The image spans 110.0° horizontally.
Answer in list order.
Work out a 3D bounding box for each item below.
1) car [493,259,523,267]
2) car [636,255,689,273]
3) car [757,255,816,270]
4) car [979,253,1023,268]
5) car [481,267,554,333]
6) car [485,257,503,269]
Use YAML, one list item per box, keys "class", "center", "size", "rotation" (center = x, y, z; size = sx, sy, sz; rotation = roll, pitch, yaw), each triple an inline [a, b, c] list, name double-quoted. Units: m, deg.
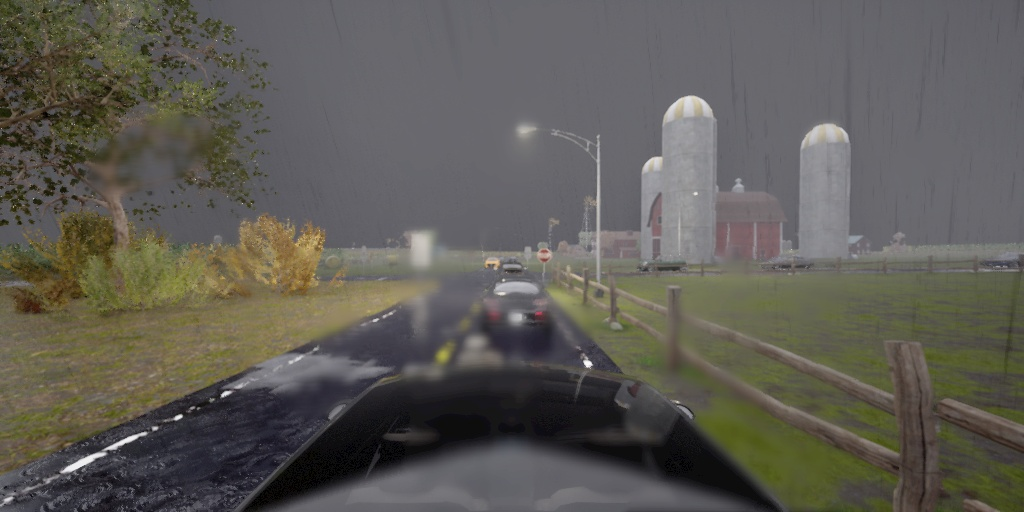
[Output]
- class: "car"
  center: [-0.099, 1.135, 23.246]
  size: [1.837, 1.490, 4.892]
  rotation: [0, 0, -4]
- class: "car"
  center: [14.425, 0.675, 34.626]
  size: [4.553, 1.767, 2.097]
  rotation: [-1, 1, 0]
- class: "car"
  center: [26.436, 0.639, 34.663]
  size: [4.902, 1.511, 2.128]
  rotation: [-1, 1, 0]
- class: "car"
  center: [48.760, 0.388, 34.629]
  size: [5.357, 1.411, 2.033]
  rotation: [-1, 1, 0]
- class: "car"
  center: [0.136, 1.226, 10.427]
  size: [1.812, 1.442, 4.674]
  rotation: [0, 0, 0]
- class: "car"
  center: [-2.655, 0.979, 49.234]
  size: [1.882, 1.535, 5.008]
  rotation: [0, 0, 0]
